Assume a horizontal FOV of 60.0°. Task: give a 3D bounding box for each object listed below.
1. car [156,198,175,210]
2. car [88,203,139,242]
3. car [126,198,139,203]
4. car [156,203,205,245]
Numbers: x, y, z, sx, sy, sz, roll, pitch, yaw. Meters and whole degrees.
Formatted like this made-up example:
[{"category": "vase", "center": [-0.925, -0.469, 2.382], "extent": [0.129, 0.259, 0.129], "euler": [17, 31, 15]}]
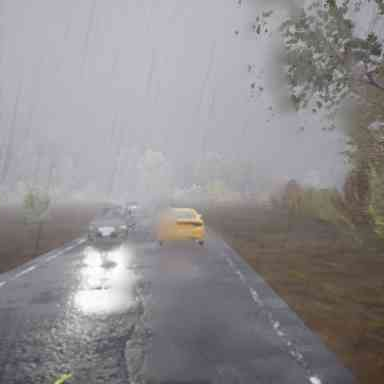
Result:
[{"category": "car", "center": [-2.834, 1.398, 36.164], "extent": [2.097, 1.767, 4.553], "euler": [0, 0, -9]}, {"category": "car", "center": [-3.804, 1.507, 16.512], "extent": [2.128, 1.511, 4.902], "euler": [0, 0, -4]}, {"category": "car", "center": [-10.284, 1.673, 57.304], "extent": [1.994, 1.385, 4.181], "euler": [0, 0, -13]}, {"category": "car", "center": [-0.528, 1.486, 15.623], "extent": [1.882, 1.535, 5.008], "euler": [0, 0, -4]}]
